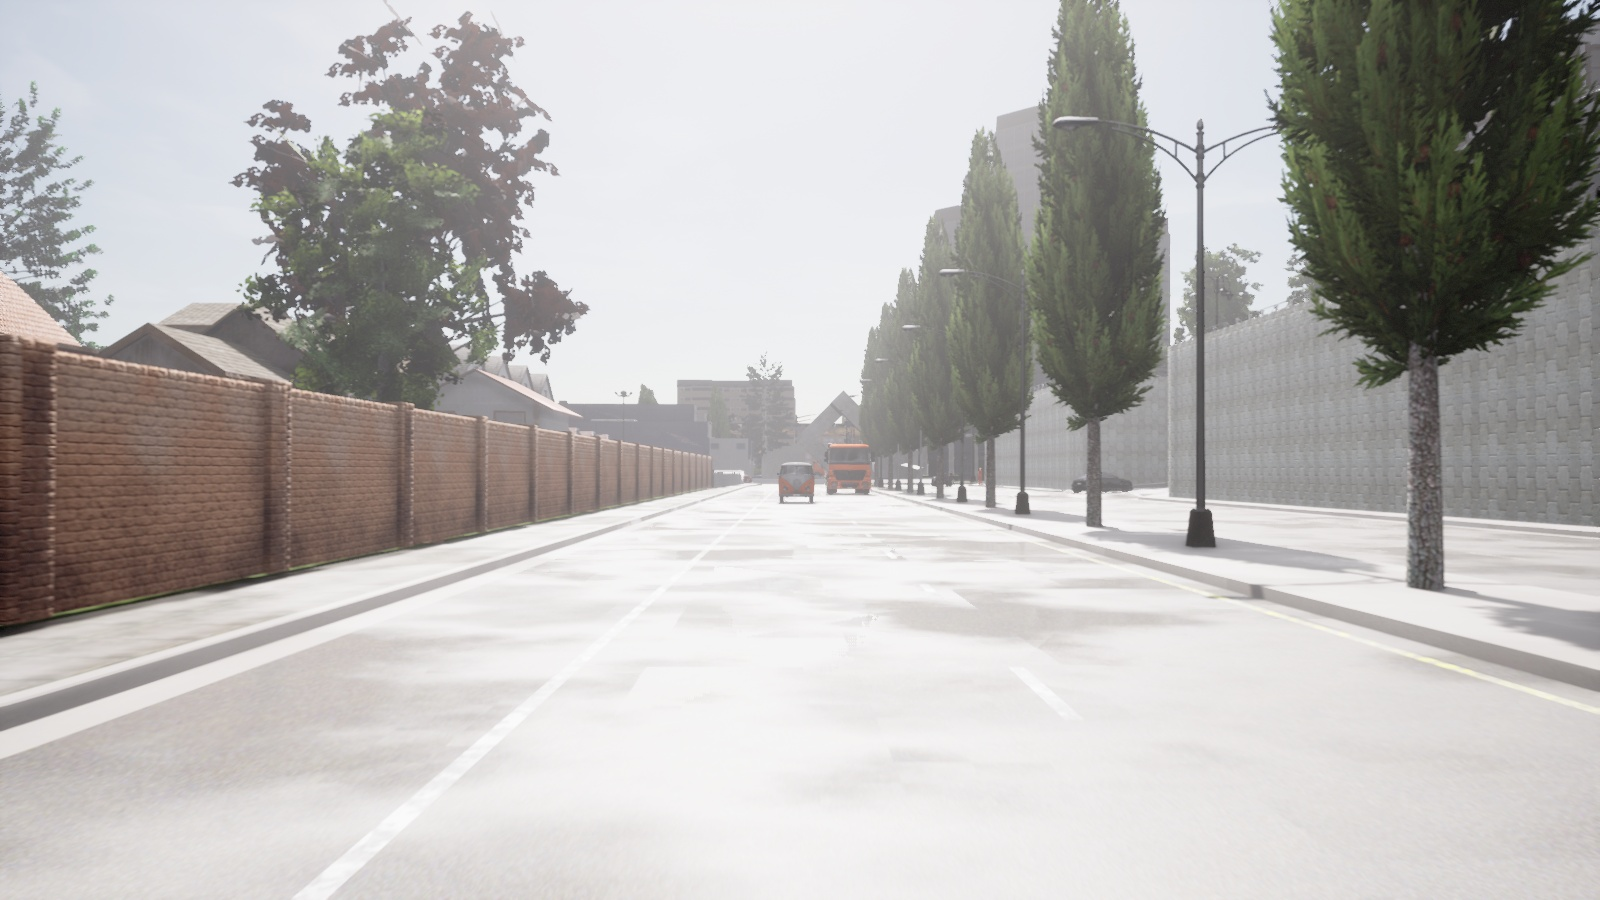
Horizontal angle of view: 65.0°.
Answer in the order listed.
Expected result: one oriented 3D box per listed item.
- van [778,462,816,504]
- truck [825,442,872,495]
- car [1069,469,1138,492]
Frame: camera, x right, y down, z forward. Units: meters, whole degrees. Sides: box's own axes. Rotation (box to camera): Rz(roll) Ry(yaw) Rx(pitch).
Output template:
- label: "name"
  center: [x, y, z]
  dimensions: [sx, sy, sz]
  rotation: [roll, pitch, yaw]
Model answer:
- label: "van"
  center: [-0.152, 1.600, 61.626]
  dimensions: [1.775, 1.987, 4.442]
  rotation: [0, -1, 0]
- label: "truck"
  center: [3.284, 1.269, 86.554]
  dimensions: [2.891, 3.462, 7.936]
  rotation: [0, -1, 0]
- label: "car"
  center: [19.854, 1.980, 82.146]
  dimensions: [4.181, 1.385, 1.994]
  rotation: [-1, -1, -30]
